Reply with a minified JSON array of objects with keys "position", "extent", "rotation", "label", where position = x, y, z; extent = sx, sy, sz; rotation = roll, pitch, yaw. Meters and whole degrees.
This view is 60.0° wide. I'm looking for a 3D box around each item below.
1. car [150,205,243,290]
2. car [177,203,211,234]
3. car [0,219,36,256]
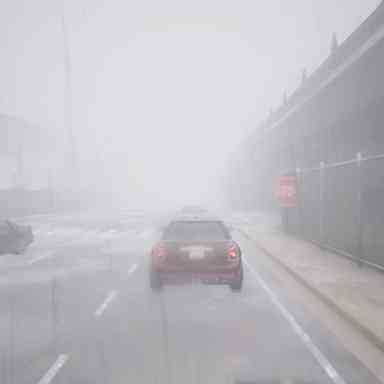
[{"position":[0.099,1.374,9.275],"extent":[2.097,1.767,4.553],"rotation":[0,0,0],"label":"car"},{"position":[0.129,1.526,20.589],"extent":[1.882,1.535,5.008],"rotation":[0,0,0],"label":"car"},{"position":[-7.054,1.573,10.680],"extent":[2.033,1.411,5.357],"rotation":[0,0,0],"label":"car"}]
